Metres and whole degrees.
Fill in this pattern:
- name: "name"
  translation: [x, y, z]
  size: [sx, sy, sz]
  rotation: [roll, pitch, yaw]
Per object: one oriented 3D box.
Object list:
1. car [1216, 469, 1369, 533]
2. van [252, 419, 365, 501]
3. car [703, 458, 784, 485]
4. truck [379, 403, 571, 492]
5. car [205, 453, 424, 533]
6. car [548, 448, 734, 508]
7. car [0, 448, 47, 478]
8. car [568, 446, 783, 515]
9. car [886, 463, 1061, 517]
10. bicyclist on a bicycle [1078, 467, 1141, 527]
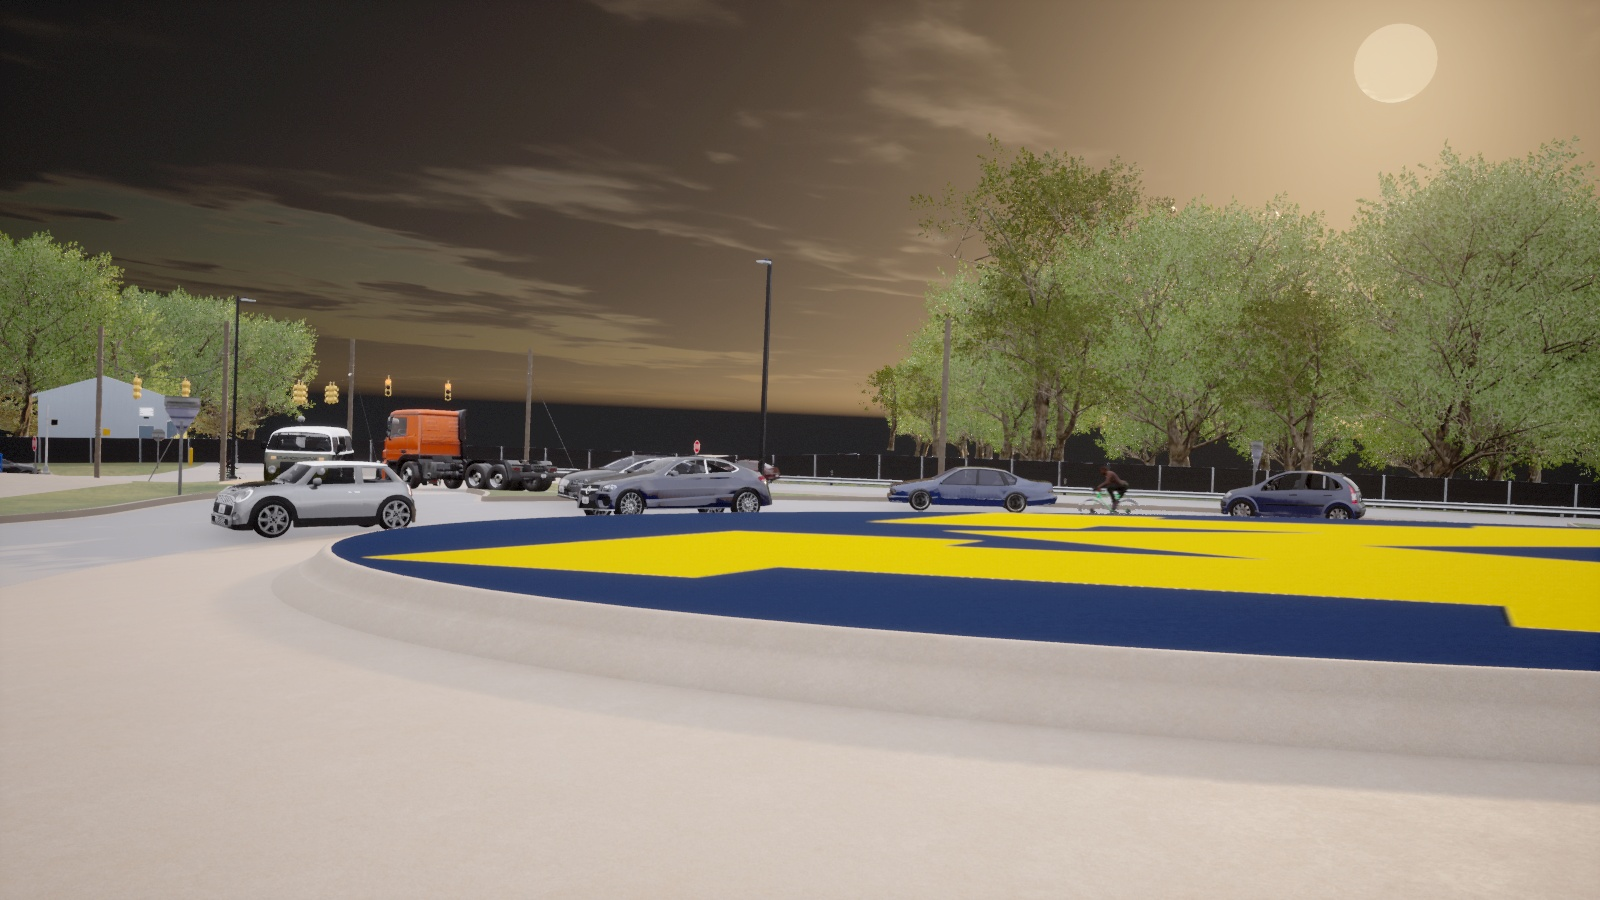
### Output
- name: "car"
  translation: [14.695, 1.478, 37.502]
  size: [3.988, 1.617, 1.851]
  rotation: [3, 1, 30]
- name: "van"
  translation: [-13.521, 0.253, 34.790]
  size: [2.069, 2.038, 4.480]
  rotation: [3, 0, -11]
- name: "car"
  translation: [-3.502, 1.319, 77.530]
  size: [4.674, 1.442, 1.812]
  rotation: [2, 1, 25]
- name: "truck"
  translation: [-13.636, -0.135, 52.392]
  size: [7.936, 3.462, 2.891]
  rotation: [1, -1, 31]
- name: "car"
  translation: [-10.118, 0.857, 26.274]
  size: [3.806, 1.475, 1.970]
  rotation: [1, 2, -40]
- name: "car"
  translation: [-4.640, 0.829, 36.848]
  size: [4.902, 1.511, 2.128]
  rotation: [2, 2, -30]
- name: "car"
  translation: [-43.511, 0.680, 67.464]
  size: [1.837, 1.490, 4.892]
  rotation: [4, 2, 39]
- name: "car"
  translation: [-3.149, 0.800, 32.222]
  size: [5.027, 1.651, 2.152]
  rotation: [2, -1, -33]
- name: "car"
  translation: [5.473, 1.270, 40.172]
  size: [5.357, 1.411, 2.033]
  rotation: [2, 2, 3]
- name: "bicyclist on a bicycle"
  translation: [8.607, 1.311, 34.960]
  size: [1.656, 1.620, 0.582]
  rotation: [1, -2, 15]
